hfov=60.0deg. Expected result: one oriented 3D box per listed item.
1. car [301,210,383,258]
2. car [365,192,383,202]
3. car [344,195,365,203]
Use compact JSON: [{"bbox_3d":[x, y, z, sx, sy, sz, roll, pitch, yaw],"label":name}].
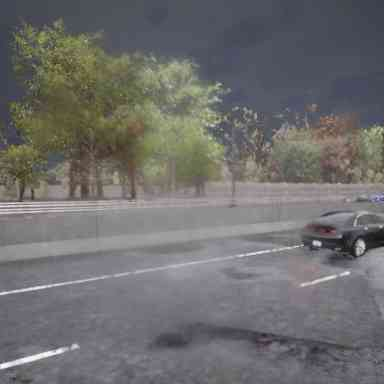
[{"bbox_3d":[6.135,1.438,12.449,4.892,1.490,1.837,-1,0,-35],"label":"car"},{"bbox_3d":[29.067,0.953,50.421,5.566,2.045,2.150,-1,0,-35],"label":"car"},{"bbox_3d":[26.036,1.229,52.564,4.902,1.511,2.128,0,0,-35],"label":"car"}]
